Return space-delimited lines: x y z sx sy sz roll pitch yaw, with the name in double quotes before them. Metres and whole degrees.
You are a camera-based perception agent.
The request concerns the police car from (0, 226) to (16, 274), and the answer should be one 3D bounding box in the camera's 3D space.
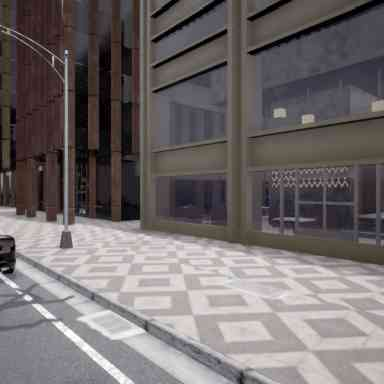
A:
"police car" -6.705 1.425 9.787 1.930 1.638 5.238 0 0 -41
